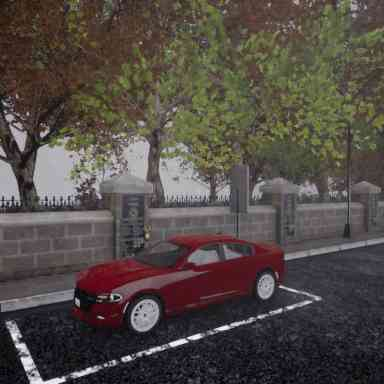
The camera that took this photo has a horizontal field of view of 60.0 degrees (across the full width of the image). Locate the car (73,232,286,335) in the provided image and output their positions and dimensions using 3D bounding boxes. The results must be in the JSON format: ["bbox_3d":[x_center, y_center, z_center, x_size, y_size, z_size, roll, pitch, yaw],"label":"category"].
[{"bbox_3d":[-0.027,1.545,6.702,4.507,1.381,1.887,0,0,-36],"label":"car"}]

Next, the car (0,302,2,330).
[{"bbox_3d":[-4.504,1.551,3.439,4.403,1.369,2.008,0,0,-36],"label":"car"}]
